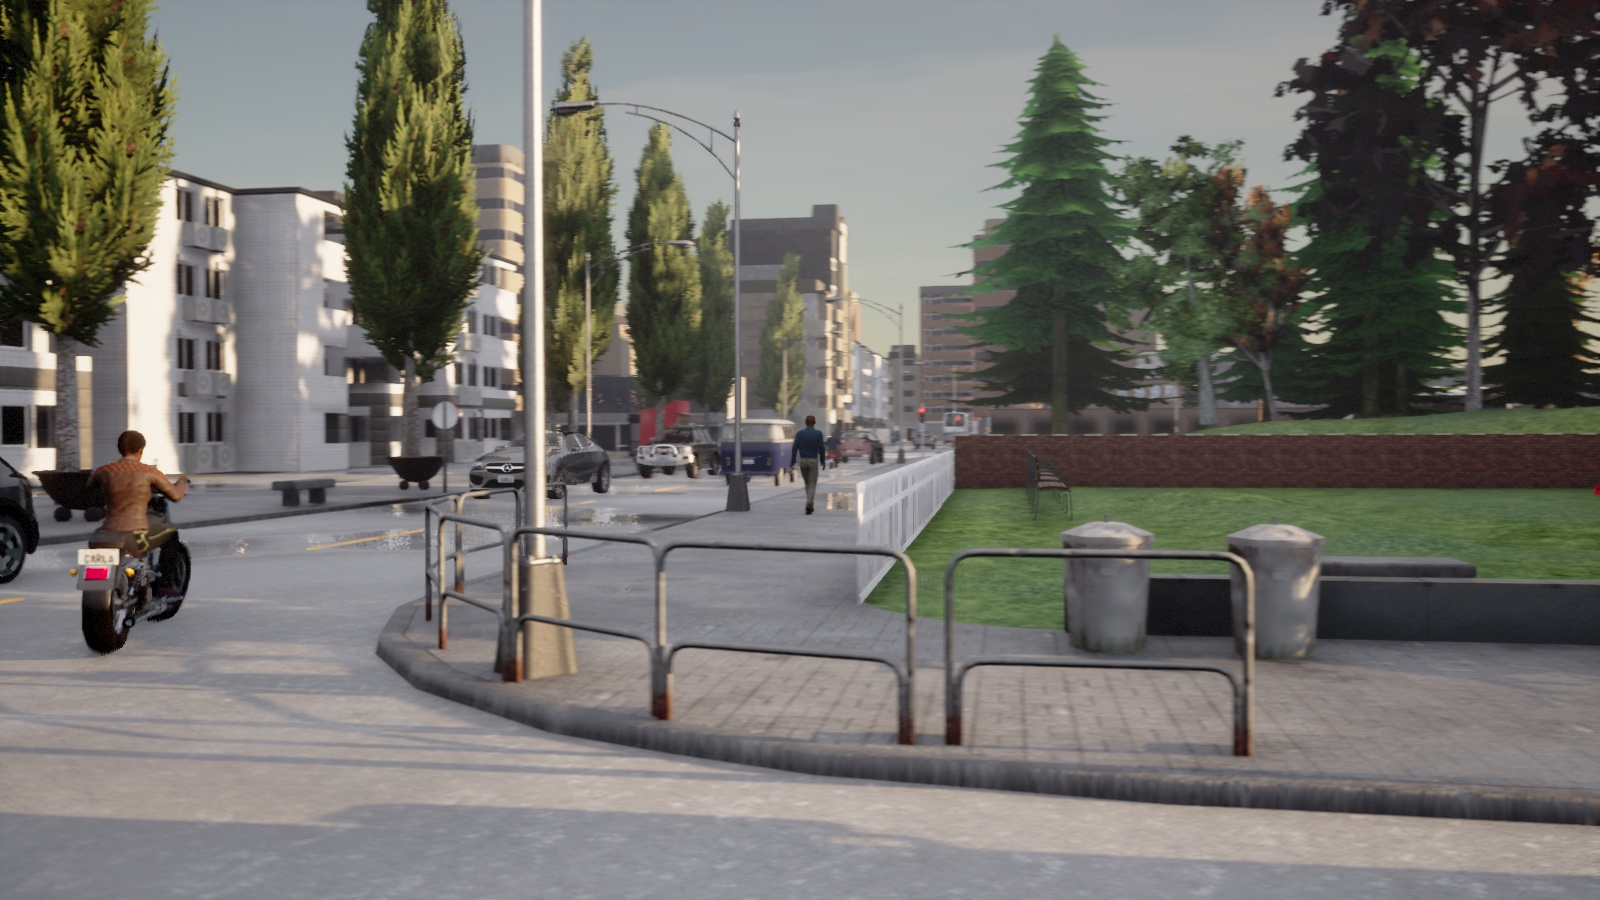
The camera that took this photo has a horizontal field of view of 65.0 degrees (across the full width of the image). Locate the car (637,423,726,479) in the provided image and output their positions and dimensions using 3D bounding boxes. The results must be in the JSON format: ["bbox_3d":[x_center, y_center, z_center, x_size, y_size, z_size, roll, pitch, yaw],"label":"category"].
[{"bbox_3d":[-4.073,-0.003,43.944,1.932,1.855,4.605,0,1,10],"label":"car"}]

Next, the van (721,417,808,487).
[{"bbox_3d":[-1.015,0.030,38.153,1.775,1.987,4.442,0,1,10],"label":"van"}]

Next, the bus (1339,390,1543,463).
[{"bbox_3d":[38.599,-1.450,76.036,10.273,4.253,3.944,0,1,8],"label":"bus"}]

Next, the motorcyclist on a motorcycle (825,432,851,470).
[{"bbox_3d":[1.610,0.027,53.317,0.866,1.590,1.817,0,1,10],"label":"motorcyclist on a motorcycle"}]

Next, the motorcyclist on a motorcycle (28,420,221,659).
[{"bbox_3d":[-5.228,0.612,9.895,0.766,1.649,2.350,2,0,-14],"label":"motorcyclist on a motorcycle"}]

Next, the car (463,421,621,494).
[{"bbox_3d":[-6.274,0.130,31.239,2.152,1.651,5.027,0,1,10],"label":"car"}]

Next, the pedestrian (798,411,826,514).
[{"bbox_3d":[0.215,0.214,22.678,0.370,1.835,0.726,0,1,11],"label":"pedestrian"}]

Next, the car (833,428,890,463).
[{"bbox_3d":[3.103,-0.266,62.103,2.152,1.651,5.027,0,1,11],"label":"car"}]

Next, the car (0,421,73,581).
[{"bbox_3d":[-9.406,0.544,11.800,2.033,1.649,4.856,0,1,5],"label":"car"}]
